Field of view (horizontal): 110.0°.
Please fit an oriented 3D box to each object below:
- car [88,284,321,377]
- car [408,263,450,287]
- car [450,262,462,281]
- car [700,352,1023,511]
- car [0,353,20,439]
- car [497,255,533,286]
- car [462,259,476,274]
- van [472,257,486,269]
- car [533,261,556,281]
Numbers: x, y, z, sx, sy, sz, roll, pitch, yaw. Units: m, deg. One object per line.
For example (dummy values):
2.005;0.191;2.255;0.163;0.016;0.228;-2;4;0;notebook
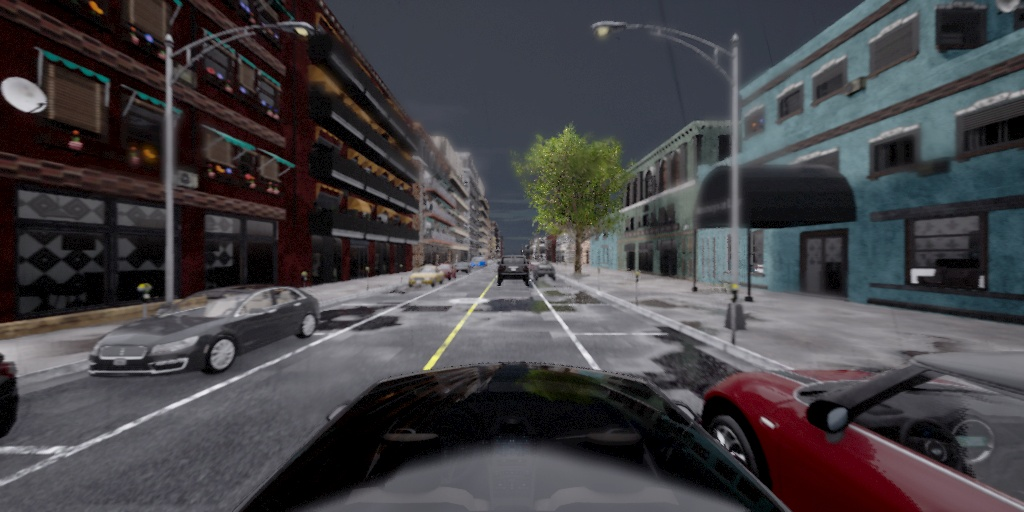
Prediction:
-5.692;1.300;7.390;2.007;1.370;4.403;0;0;0;car
-5.695;1.278;24.311;1.751;1.417;4.829;0;0;0;car
-5.696;1.299;30.178;1.888;1.381;4.507;0;0;0;car
2.690;1.190;1.694;1.967;1.591;4.097;0;0;0;car
-5.691;1.316;1.695;1.948;1.339;4.313;0;0;0;car
0.095;0.973;25.809;2.150;2.045;5.566;0;0;0;car
-5.698;1.328;41.570;1.948;1.339;4.313;0;0;0;car
-5.701;1.124;58.661;1.690;1.789;3.998;0;0;0;van
2.685;1.305;30.178;2.007;1.370;4.403;0;0;0;car
